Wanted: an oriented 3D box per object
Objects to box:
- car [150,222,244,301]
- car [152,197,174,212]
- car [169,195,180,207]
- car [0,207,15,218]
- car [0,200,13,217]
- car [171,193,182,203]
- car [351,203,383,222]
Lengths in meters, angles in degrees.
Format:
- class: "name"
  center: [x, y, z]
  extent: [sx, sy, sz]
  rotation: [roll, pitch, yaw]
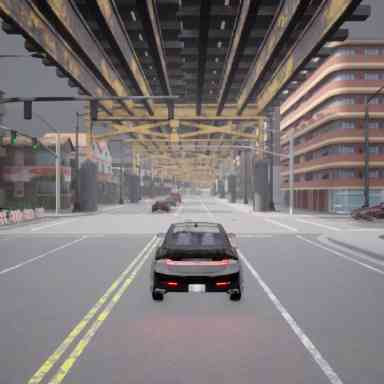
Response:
- class: "car"
  center: [0.105, 1.491, 8.321]
  extent: [2.128, 1.511, 4.902]
  rotation: [0, 0, 0]
- class: "car"
  center: [-3.457, 1.600, 37.984]
  extent: [1.895, 1.301, 4.718]
  rotation: [0, 0, 1]
- class: "car"
  center: [-3.387, 1.545, 51.694]
  extent: [2.033, 1.411, 5.357]
  rotation: [0, 0, 0]
- class: "car"
  center: [-16.660, 1.452, 26.019]
  extent: [4.974, 1.542, 2.038]
  rotation: [0, 0, -20]
- class: "car"
  center: [-16.709, 1.295, 26.001]
  extent: [4.536, 1.218, 1.853]
  rotation: [0, 0, -20]
- class: "car"
  center: [-3.256, 1.161, 66.625]
  extent: [2.150, 2.045, 5.566]
  rotation: [0, 1, 1]
- class: "car"
  center: [14.638, 1.525, 25.315]
  extent: [4.674, 1.442, 1.812]
  rotation: [0, 0, 0]
